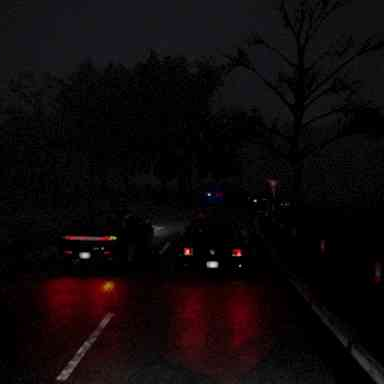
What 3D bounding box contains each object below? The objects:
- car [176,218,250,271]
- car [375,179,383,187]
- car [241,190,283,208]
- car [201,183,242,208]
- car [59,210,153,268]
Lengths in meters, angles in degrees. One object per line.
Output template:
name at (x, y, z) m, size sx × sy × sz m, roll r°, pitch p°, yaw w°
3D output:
car at (0.684, 1.465, 10.478) m, size 1.895 × 1.301 × 4.718 m, roll 0°, pitch 1°, yaw 4°
car at (36.164, -1.820, 61.528) m, size 2.185 × 1.767 × 4.553 m, roll -1°, pitch 4°, yaw -14°
car at (6.327, 0.602, 28.821) m, size 1.994 × 1.385 × 4.181 m, roll 3°, pitch 4°, yaw 35°
car at (3.005, 0.192, 29.847) m, size 2.150 × 2.045 × 5.566 m, roll 2°, pitch 4°, yaw 36°
car at (-2.526, 1.335, 10.816) m, size 2.128 × 1.511 × 4.902 m, roll 0°, pitch 1°, yaw 4°
